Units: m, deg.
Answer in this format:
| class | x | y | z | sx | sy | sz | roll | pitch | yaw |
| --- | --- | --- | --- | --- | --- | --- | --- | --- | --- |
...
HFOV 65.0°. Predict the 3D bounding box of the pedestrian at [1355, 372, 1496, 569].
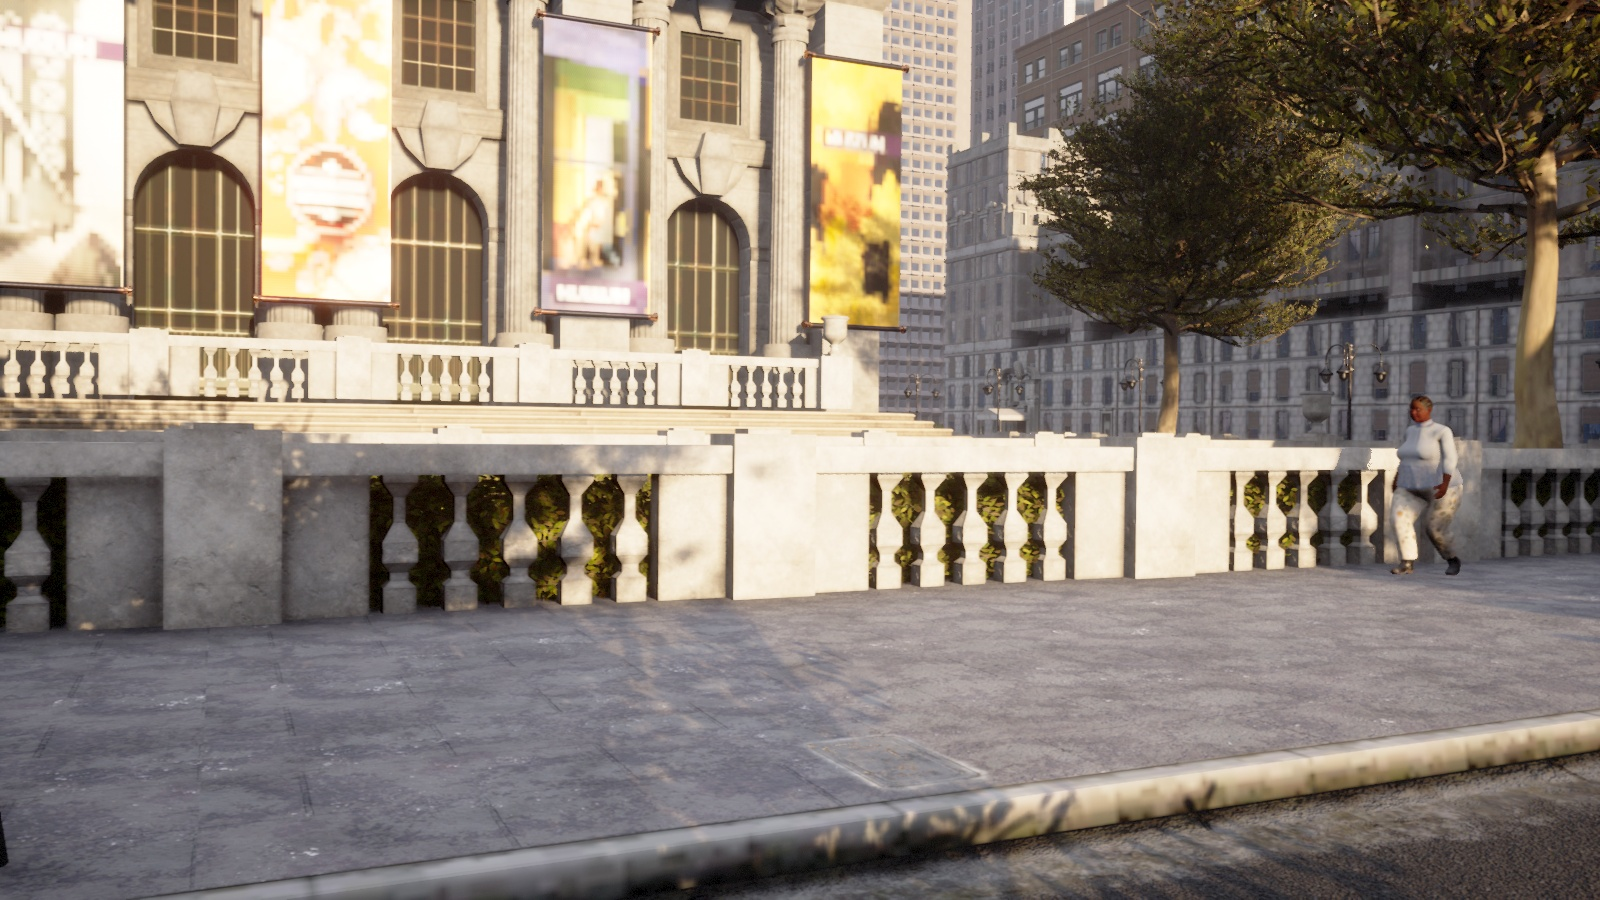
| class | x | y | z | sx | sy | sz | roll | pitch | yaw |
| --- | --- | --- | --- | --- | --- | --- | --- | --- | --- |
| pedestrian | 6.158 | 0.180 | 12.385 | 0.900 | 1.855 | 0.874 | -1 | 1 | -25 |
